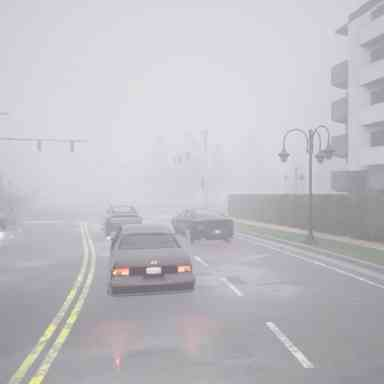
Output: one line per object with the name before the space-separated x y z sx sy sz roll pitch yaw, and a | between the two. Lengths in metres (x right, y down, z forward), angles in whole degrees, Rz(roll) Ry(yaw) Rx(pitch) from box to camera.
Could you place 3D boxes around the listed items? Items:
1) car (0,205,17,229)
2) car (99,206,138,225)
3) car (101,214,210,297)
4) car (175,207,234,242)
car | -12.551 1.547 21.357 2.033 1.411 5.357 0 0 -20
car | -3.920 1.492 18.199 2.128 1.511 4.902 0 0 -19
car | -1.269 1.547 8.813 2.033 1.411 5.357 0 0 -12
car | 0.332 1.477 16.024 1.882 1.535 5.008 0 0 -17
